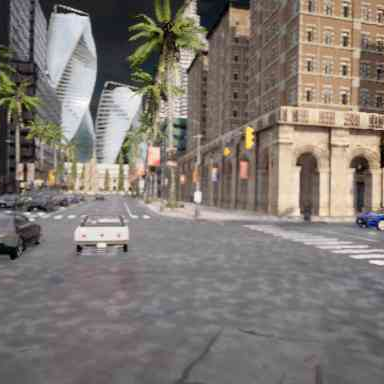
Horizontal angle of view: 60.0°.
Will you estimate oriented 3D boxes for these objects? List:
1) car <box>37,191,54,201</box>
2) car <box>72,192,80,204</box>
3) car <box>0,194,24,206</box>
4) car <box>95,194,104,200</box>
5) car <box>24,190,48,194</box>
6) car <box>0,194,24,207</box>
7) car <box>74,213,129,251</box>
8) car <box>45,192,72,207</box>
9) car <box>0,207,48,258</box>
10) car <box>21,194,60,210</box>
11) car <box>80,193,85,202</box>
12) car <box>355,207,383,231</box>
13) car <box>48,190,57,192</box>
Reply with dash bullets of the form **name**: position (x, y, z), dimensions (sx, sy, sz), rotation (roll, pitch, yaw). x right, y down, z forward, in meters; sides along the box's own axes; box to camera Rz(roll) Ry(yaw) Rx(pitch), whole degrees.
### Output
- **car**: position (-29.213, 0.753, 66.339), dimensions (2.185, 1.767, 4.553), rotation (1, 0, -13)
- **car**: position (-19.649, 1.112, 53.661), dimensions (1.812, 1.442, 4.674), rotation (1, 0, -12)
- **car**: position (-24.574, 1.017, 44.905), dimensions (2.161, 1.482, 4.786), rotation (1, 0, -13)
- **car**: position (-20.992, 1.081, 75.586), dimensions (2.033, 1.411, 5.357), rotation (1, 0, -13)
- **car**: position (-21.151, 0.790, 44.112), dimensions (2.150, 2.045, 5.566), rotation (1, 0, -12)
- **car**: position (-19.222, 1.176, 35.023), dimensions (1.994, 1.385, 4.181), rotation (1, 0, -13)
- **car**: position (-3.573, 1.522, 13.614), dimensions (1.895, 1.301, 4.718), rotation (1, 0, -12)
- **car**: position (-17.525, 1.113, 43.828), dimensions (1.882, 1.535, 5.008), rotation (1, 0, -12)
- **car**: position (-6.788, 1.427, 11.955), dimensions (1.994, 1.385, 4.181), rotation (1, 0, -12)
- **car**: position (-15.490, 1.229, 34.349), dimensions (2.033, 1.411, 5.357), rotation (1, 0, -12)
- **car**: position (-21.817, 0.889, 63.628), dimensions (2.097, 1.767, 4.553), rotation (1, 0, -12)
- **car**: position (13.450, 1.704, 22.310), dimensions (5.008, 1.535, 1.882), rotation (1, 0, -12)
- **car**: position (-23.431, 0.738, 54.612), dimensions (2.150, 2.045, 5.566), rotation (1, 0, -12)
